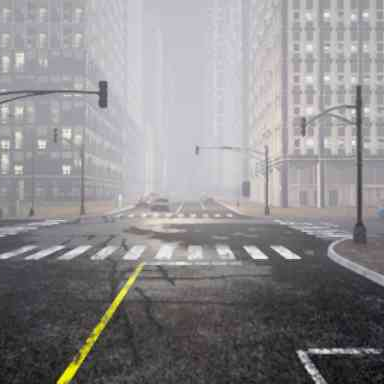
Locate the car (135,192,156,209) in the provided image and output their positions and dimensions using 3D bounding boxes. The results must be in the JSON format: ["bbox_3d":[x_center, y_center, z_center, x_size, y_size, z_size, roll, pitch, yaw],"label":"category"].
[{"bbox_3d":[-5.678,1.160,40.283,1.967,1.590,4.097,1,0,0],"label":"car"}]

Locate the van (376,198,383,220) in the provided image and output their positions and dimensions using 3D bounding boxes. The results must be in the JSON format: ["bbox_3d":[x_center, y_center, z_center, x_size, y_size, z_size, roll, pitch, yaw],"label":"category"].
[{"bbox_3d":[15.981,1.280,24.793,3.998,1.788,1.690,0,-1,0],"label":"van"}]

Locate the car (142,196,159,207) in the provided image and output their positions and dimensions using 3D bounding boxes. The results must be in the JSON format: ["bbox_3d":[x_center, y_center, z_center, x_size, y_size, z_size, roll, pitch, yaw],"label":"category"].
[{"bbox_3d":[-5.682,1.264,45.859,1.802,1.307,4.206,1,0,0],"label":"car"}]

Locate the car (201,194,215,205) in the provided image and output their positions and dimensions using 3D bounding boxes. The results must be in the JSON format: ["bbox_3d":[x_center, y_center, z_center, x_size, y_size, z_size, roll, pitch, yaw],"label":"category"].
[{"bbox_3d":[2.698,1.224,51.496,1.802,1.307,4.206,1,0,0],"label":"car"}]

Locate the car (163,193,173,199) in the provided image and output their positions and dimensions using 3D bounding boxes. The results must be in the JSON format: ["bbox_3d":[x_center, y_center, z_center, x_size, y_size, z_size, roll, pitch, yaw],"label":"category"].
[{"bbox_3d":[-5.684,0.995,79.308,1.887,1.381,4.507,1,0,0],"label":"car"}]

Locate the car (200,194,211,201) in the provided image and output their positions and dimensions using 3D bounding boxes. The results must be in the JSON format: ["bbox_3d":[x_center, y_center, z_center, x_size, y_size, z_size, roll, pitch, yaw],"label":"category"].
[{"bbox_3d":[2.697,1.093,68.229,1.947,1.339,4.313,1,0,0],"label":"car"}]

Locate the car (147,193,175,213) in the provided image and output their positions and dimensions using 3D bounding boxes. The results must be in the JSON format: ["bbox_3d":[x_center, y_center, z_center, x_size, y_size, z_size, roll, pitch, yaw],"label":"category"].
[{"bbox_3d":[-3.030,1.276,34.105,1.882,1.535,5.008,0,2,2],"label":"car"}]

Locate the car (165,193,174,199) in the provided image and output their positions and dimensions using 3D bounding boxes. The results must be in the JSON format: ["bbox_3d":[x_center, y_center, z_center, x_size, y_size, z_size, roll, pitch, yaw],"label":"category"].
[{"bbox_3d":[-5.684,0.963,84.883,2.008,1.369,4.403,1,0,0],"label":"car"}]

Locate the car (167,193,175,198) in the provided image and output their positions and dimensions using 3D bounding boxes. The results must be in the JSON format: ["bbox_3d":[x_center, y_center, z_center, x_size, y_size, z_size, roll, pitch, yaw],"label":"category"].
[{"bbox_3d":[-5.685,0.919,90.459,1.887,1.381,4.507,1,0,0],"label":"car"}]

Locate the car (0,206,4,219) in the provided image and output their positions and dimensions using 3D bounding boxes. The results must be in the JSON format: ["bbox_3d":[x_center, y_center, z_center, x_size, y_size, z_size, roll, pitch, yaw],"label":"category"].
[{"bbox_3d":[-16.494,1.325,24.862,4.097,1.590,1.967,0,-1,0],"label":"car"}]

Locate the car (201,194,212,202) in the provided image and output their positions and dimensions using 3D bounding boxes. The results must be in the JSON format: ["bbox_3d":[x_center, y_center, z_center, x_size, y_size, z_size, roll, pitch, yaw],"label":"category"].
[{"bbox_3d":[2.699,1.090,62.821,1.752,1.417,4.829,1,0,0],"label":"car"}]
